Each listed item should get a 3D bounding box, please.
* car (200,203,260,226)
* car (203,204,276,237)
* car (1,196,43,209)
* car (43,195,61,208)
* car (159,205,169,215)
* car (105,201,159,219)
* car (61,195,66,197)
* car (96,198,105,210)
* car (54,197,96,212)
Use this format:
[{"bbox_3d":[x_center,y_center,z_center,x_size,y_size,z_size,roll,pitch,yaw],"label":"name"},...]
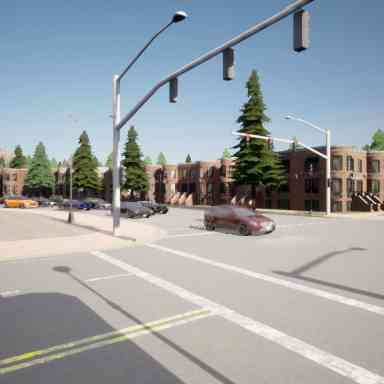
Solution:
[{"bbox_3d":[2.709,1.563,24.292,1.994,1.385,4.181,0,0,-38],"label":"car"},{"bbox_3d":[2.460,1.525,18.476,1.812,1.442,4.674,0,0,-35],"label":"car"},{"bbox_3d":[-23.055,1.351,45.046,4.553,1.767,2.097,0,0,25],"label":"car"},{"bbox_3d":[-22.129,1.491,48.482,4.902,1.511,2.128,0,0,25],"label":"car"},{"bbox_3d":[-4.265,1.601,33.524,1.895,1.301,4.718,0,0,-38],"label":"car"},{"bbox_3d":[-5.420,1.548,29.352,2.033,1.411,5.357,0,0,-37],"label":"car"},{"bbox_3d":[-23.225,1.352,56.500,4.553,1.767,2.097,0,0,21],"label":"car"},{"bbox_3d":[-12.316,1.491,42.166,4.902,1.511,2.128,0,0,39],"label":"car"},{"bbox_3d":[-13.703,1.601,38.849,4.718,1.301,1.895,0,0,40],"label":"car"}]
